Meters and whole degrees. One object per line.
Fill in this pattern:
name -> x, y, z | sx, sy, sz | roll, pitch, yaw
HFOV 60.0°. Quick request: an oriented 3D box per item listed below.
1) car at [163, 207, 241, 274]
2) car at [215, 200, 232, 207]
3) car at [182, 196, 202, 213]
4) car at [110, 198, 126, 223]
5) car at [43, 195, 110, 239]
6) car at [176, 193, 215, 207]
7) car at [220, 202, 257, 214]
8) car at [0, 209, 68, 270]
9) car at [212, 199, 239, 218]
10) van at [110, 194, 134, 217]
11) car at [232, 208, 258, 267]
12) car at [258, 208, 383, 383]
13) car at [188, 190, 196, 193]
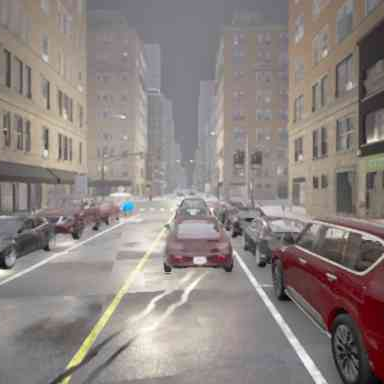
car -> 0.124, 1.411, 10.104 | 1.812, 1.442, 4.674 | 0, 1, -2
car -> 2.656, 1.319, 21.833 | 1.947, 1.339, 4.313 | 0, 1, 0
car -> -0.061, 1.160, 32.330 | 1.812, 1.442, 4.674 | 0, 1, -2
car -> -5.869, 1.298, 21.825 | 1.887, 1.381, 4.507 | 0, 1, 0
car -> -5.865, 1.131, 16.236 | 2.192, 1.841, 5.009 | 0, 1, 0
car -> 0.079, 1.122, 20.265 | 2.097, 1.767, 4.553 | 0, 1, 0
car -> 2.659, 1.382, 16.248 | 1.947, 1.339, 4.313 | 0, 1, 0
car -> -5.863, 1.445, 10.654 | 1.947, 1.339, 4.313 | 0, 1, 0
car -> 2.652, 1.272, 27.418 | 1.802, 1.307, 4.206 | 0, 1, 0
van -> -5.872, 1.031, 27.408 | 1.690, 1.788, 3.998 | 0, 1, 0
car -> 2.662, 1.430, 10.664 | 2.008, 1.369, 4.403 | 0, 1, 0
car -> 2.666, 1.257, 5.076 | 2.192, 1.841, 5.009 | 0, 1, 0
car -> 0.013, 0.460, 93.031 | 1.837, 1.490, 4.892 | 0, 1, 0
